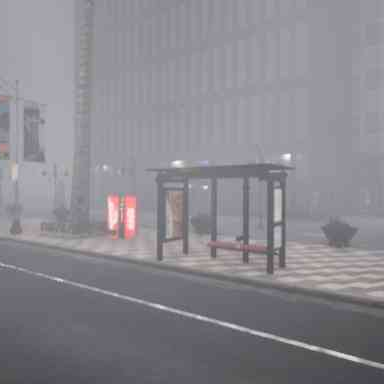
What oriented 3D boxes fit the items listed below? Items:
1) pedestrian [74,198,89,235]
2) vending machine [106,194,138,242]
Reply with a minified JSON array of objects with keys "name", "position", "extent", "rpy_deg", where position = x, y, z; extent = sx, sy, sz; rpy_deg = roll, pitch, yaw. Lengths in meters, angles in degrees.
[{"name":"pedestrian","position":[-4.892,1.082,14.584],"extent":[0.375,1.860,0.375],"rpy_deg":[0,0,35]},{"name":"vending machine","position":[-3.184,1.141,15.177],"extent":[0.880,2.100,1.100],"rpy_deg":[0,0,35]}]
